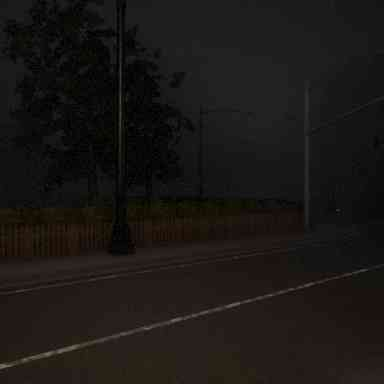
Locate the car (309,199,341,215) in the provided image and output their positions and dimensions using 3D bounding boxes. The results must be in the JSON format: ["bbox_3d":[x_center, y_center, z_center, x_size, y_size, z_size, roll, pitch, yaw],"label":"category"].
[{"bbox_3d":[12.793,1.505,34.285,1.837,1.490,4.892,0,0,-35],"label":"car"}]
